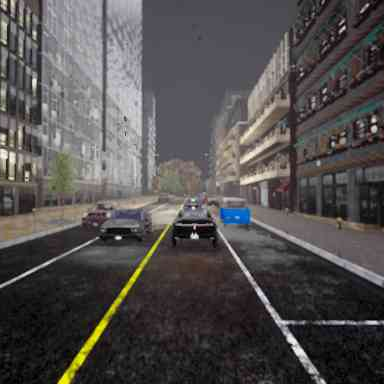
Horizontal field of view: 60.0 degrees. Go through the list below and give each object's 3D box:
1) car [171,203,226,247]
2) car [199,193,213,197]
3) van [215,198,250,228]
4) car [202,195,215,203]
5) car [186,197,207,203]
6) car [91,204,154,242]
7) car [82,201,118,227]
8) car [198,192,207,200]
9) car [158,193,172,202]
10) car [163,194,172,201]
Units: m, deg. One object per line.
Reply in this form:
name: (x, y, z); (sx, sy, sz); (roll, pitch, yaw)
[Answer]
car: (0.099, 1.449, 14.909); (2.128, 1.511, 4.902); (0, 0, 0)
car: (2.702, 1.159, 55.577); (2.192, 1.841, 5.009); (1, 0, 0)
van: (2.704, 1.280, 21.632); (1.690, 1.788, 3.998); (1, 0, 0)
car: (2.699, 1.426, 44.262); (2.008, 1.369, 4.403); (1, 0, 0)
car: (0.098, 1.455, 32.411); (2.033, 1.411, 5.357); (0, 0, 0)
car: (-3.018, 1.501, 16.363); (2.033, 1.411, 5.357); (0, 0, 0)
car: (-5.678, 1.378, 21.626); (1.967, 1.590, 4.097); (1, 0, 0)
car: (2.702, 1.065, 89.521); (2.192, 1.841, 5.009); (1, 0, 0)
car: (-5.686, 1.127, 66.884); (2.192, 1.841, 5.009); (1, 0, 0)
car: (-5.654, 1.306, 78.029); (1.752, 1.417, 4.829); (1, 0, 0)
